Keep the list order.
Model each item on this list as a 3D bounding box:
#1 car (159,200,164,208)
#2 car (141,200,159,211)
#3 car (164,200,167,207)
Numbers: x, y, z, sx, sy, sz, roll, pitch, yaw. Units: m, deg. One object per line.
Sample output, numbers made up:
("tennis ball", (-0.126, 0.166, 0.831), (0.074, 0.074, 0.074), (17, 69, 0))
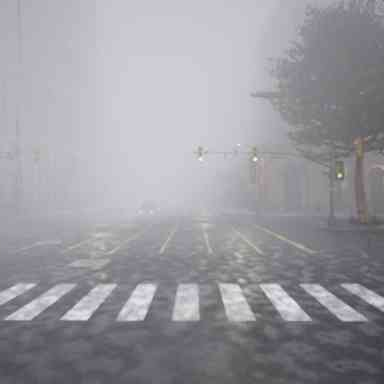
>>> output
("car", (-6.862, 2.327, 63.078), (1.812, 1.442, 4.674), (0, -1, 1))
("car", (-6.969, 2.157, 53.509), (1.882, 1.535, 5.008), (0, -1, 0))
("car", (-6.690, 2.410, 73.450), (1.882, 1.535, 5.008), (0, -1, 1))
